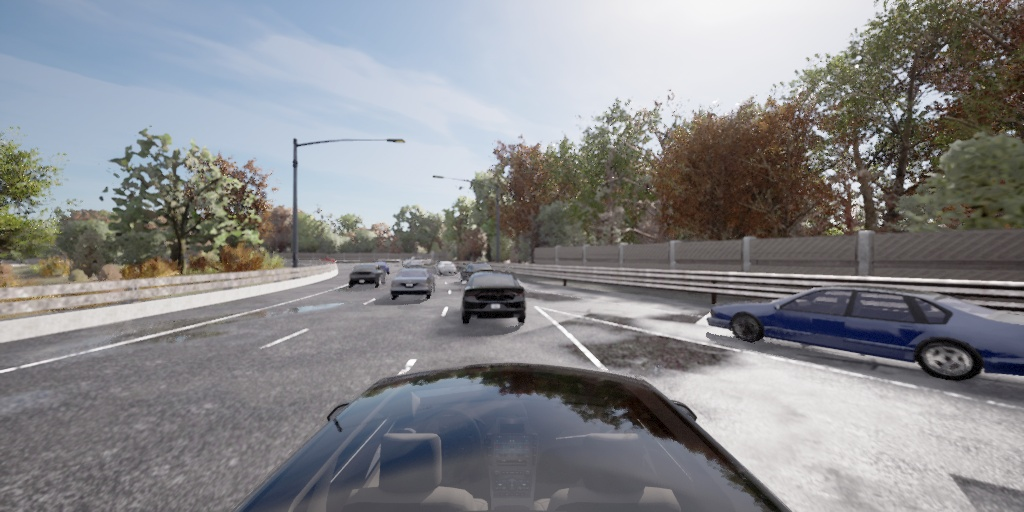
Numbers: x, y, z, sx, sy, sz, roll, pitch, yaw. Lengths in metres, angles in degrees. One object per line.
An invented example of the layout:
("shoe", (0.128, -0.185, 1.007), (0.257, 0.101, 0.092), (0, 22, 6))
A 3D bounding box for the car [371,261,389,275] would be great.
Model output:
("car", (-15.485, 1.392, 42.020), (1.812, 1.442, 4.674), (0, 0, -23))

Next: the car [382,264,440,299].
("car", (-4.977, 1.345, 18.402), (2.033, 1.411, 5.357), (0, 0, -9))

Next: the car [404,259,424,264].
("car", (-11.115, 1.351, 40.534), (2.128, 1.511, 4.902), (0, 0, -21))

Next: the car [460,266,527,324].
("car", (-0.685, 1.256, 12.216), (1.882, 1.535, 5.008), (0, -1, -6))

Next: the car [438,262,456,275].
("car", (-7.684, 1.386, 41.366), (1.812, 1.442, 4.674), (0, 0, -21))

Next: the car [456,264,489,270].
("car", (-2.691, 1.327, 27.361), (1.837, 1.490, 4.892), (0, 0, -20))

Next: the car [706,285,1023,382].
("car", (7.030, 1.308, 7.335), (2.033, 1.411, 5.357), (0, 0, -31))

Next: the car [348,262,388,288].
("car", (-9.810, 1.321, 24.517), (1.837, 1.490, 4.892), (0, 0, -13))

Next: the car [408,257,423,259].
("car", (-16.048, 1.133, 58.635), (2.150, 2.045, 5.566), (0, 0, -32))
